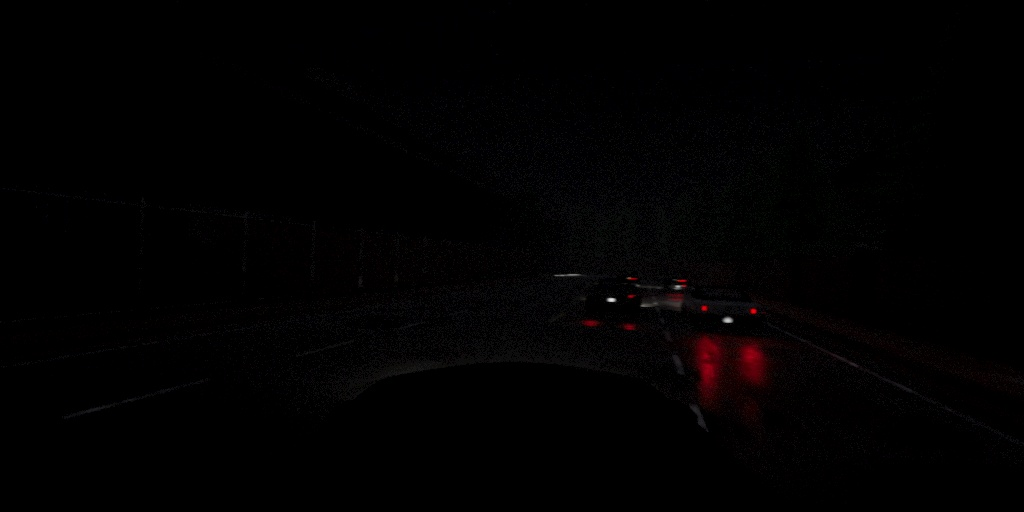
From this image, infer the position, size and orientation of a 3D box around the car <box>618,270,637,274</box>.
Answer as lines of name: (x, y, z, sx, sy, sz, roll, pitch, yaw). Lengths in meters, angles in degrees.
car: (9.311, 1.874, 28.830, 1.837, 1.490, 4.892, 1, 0, 20)

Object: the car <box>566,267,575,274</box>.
car: (8.329, 2.301, 59.409, 1.994, 1.385, 4.181, 2, -1, -40)

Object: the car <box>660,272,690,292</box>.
car: (12.602, 1.952, 27.640, 1.837, 1.490, 4.892, 1, 0, 20)

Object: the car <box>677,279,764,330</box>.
car: (7.302, 1.705, 12.933, 1.895, 1.301, 4.718, 1, -1, 20)

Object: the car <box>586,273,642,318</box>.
car: (4.305, 1.609, 14.915, 1.994, 1.385, 4.181, 1, -1, 20)

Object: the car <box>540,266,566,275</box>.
car: (5.965, 2.198, 56.640, 1.994, 1.385, 4.181, 2, -1, -38)
